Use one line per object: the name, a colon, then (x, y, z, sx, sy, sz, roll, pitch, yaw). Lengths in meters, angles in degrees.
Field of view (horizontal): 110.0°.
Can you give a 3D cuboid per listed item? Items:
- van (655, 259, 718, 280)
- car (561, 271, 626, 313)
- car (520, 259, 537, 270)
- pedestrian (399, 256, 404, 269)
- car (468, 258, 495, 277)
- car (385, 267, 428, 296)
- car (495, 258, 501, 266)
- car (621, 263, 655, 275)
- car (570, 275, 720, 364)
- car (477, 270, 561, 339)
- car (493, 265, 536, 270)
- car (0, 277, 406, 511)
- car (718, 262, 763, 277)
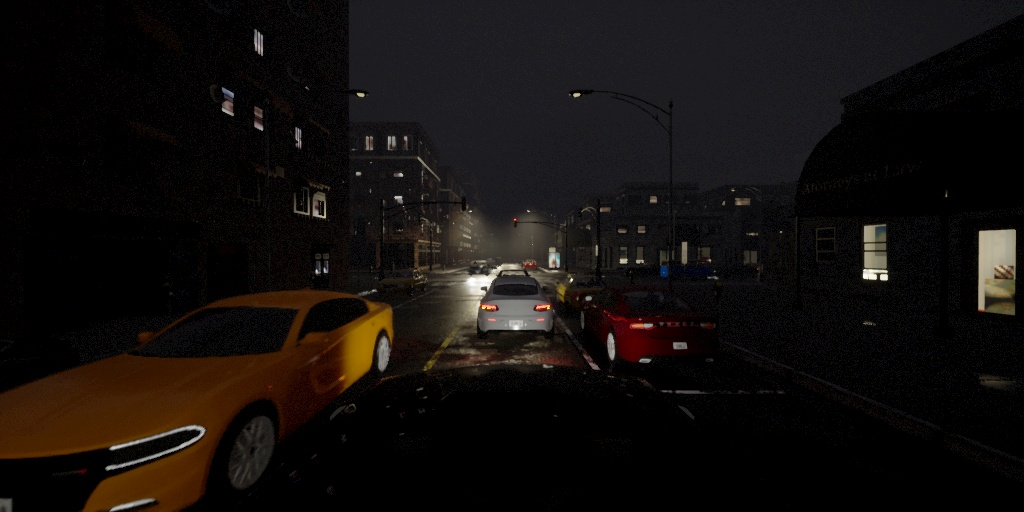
van: (14.601, 1.163, 30.125, 3.998, 1.789, 1.690, 0, 0, -1)
car: (2.667, 1.276, 13.805, 1.751, 1.417, 4.829, 0, 0, 0)
car: (2.594, 1.211, 51.803, 1.967, 1.591, 4.097, 0, 0, 0)
pedestrian: (-12.707, 0.829, 41.188, 0.375, 1.860, 0.375, 0, 0, -1)
car: (-3.161, 1.236, 35.447, 2.128, 1.511, 4.902, 0, 0, 0)
car: (-5.725, 1.277, 19.150, 1.751, 1.417, 4.829, 0, 0, 0)
car: (-3.197, 1.321, 53.794, 2.033, 1.411, 5.357, 0, 0, 0)
car: (13.424, 1.380, 35.902, 4.718, 1.301, 1.895, 0, 0, -1)
car: (2.678, 1.295, 7.938, 1.888, 1.381, 4.507, 0, 0, 0)
car: (0.084, 1.276, 9.952, 1.812, 1.442, 4.674, 0, 0, 0)
car: (0.077, 1.353, 19.063, 1.895, 1.301, 4.718, 0, 0, 0)
car: (-3.106, 1.227, 4.635, 1.882, 1.535, 5.008, 0, 0, 0)
car: (22.343, 1.367, 35.982, 4.181, 1.385, 1.994, 0, 0, 0)
